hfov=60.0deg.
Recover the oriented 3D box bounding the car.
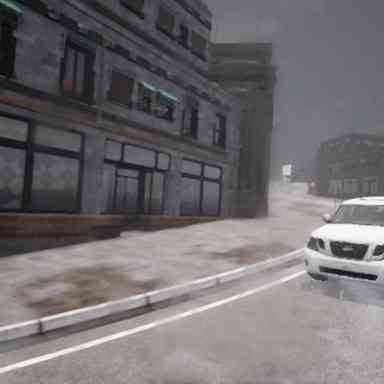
[{"bbox_3d":[5.054,1.179,9.005,2.150,2.045,5.566,1,1,42],"label":"car"}]
